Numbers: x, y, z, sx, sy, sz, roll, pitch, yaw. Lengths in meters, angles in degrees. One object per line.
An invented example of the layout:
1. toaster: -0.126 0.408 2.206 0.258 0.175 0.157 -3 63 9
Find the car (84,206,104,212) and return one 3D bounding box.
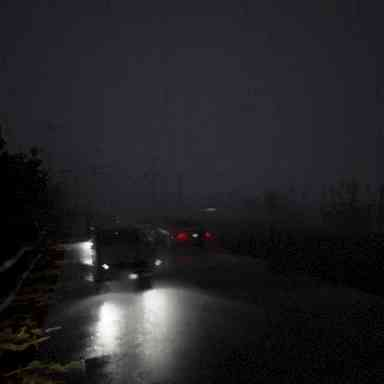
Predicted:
1. car: -10.608 2.172 35.922 1.882 1.535 5.008 0 -2 -19

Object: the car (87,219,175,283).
1. car: -2.346 1.879 11.123 2.033 1.411 5.357 0 -2 -18

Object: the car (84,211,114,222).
1. car: -5.843 2.171 21.519 1.812 1.442 4.674 0 -2 -18

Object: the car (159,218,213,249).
1. car: -0.690 2.014 16.799 2.033 1.411 5.357 0 -2 -20
